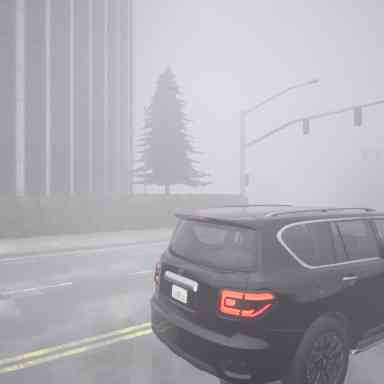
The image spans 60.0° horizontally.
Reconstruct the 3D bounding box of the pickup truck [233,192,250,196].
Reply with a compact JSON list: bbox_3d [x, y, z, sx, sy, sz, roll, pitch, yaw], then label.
[{"bbox_3d":[10.283,1.059,68.812,2.390,2.098,6.274,0,0,-5],"label":"pickup truck"}]

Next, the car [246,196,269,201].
[{"bbox_3d":[8.964,1.564,42.451,1.994,1.385,4.181,0,0,-36],"label":"car"}]

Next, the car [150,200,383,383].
[{"bbox_3d":[2.067,1.221,5.213,5.566,2.045,2.150,0,0,-35],"label":"car"}]
